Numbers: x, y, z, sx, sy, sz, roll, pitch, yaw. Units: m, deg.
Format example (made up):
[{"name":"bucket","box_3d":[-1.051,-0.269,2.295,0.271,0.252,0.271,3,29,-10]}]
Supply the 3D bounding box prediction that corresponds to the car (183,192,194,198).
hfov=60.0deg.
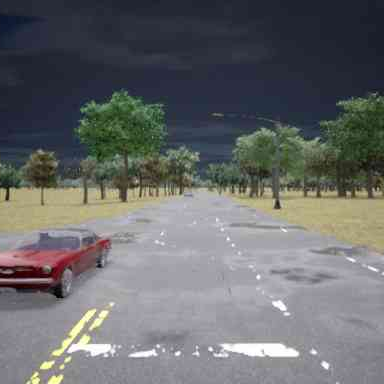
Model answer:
[{"name":"car","box_3d":[-0.817,0.732,82.440,1.812,1.442,4.674,0,1,8]}]

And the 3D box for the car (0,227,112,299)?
[{"name":"car","box_3d":[-3.550,1.636,8.632,1.895,1.301,4.718,0,-1,0]}]
